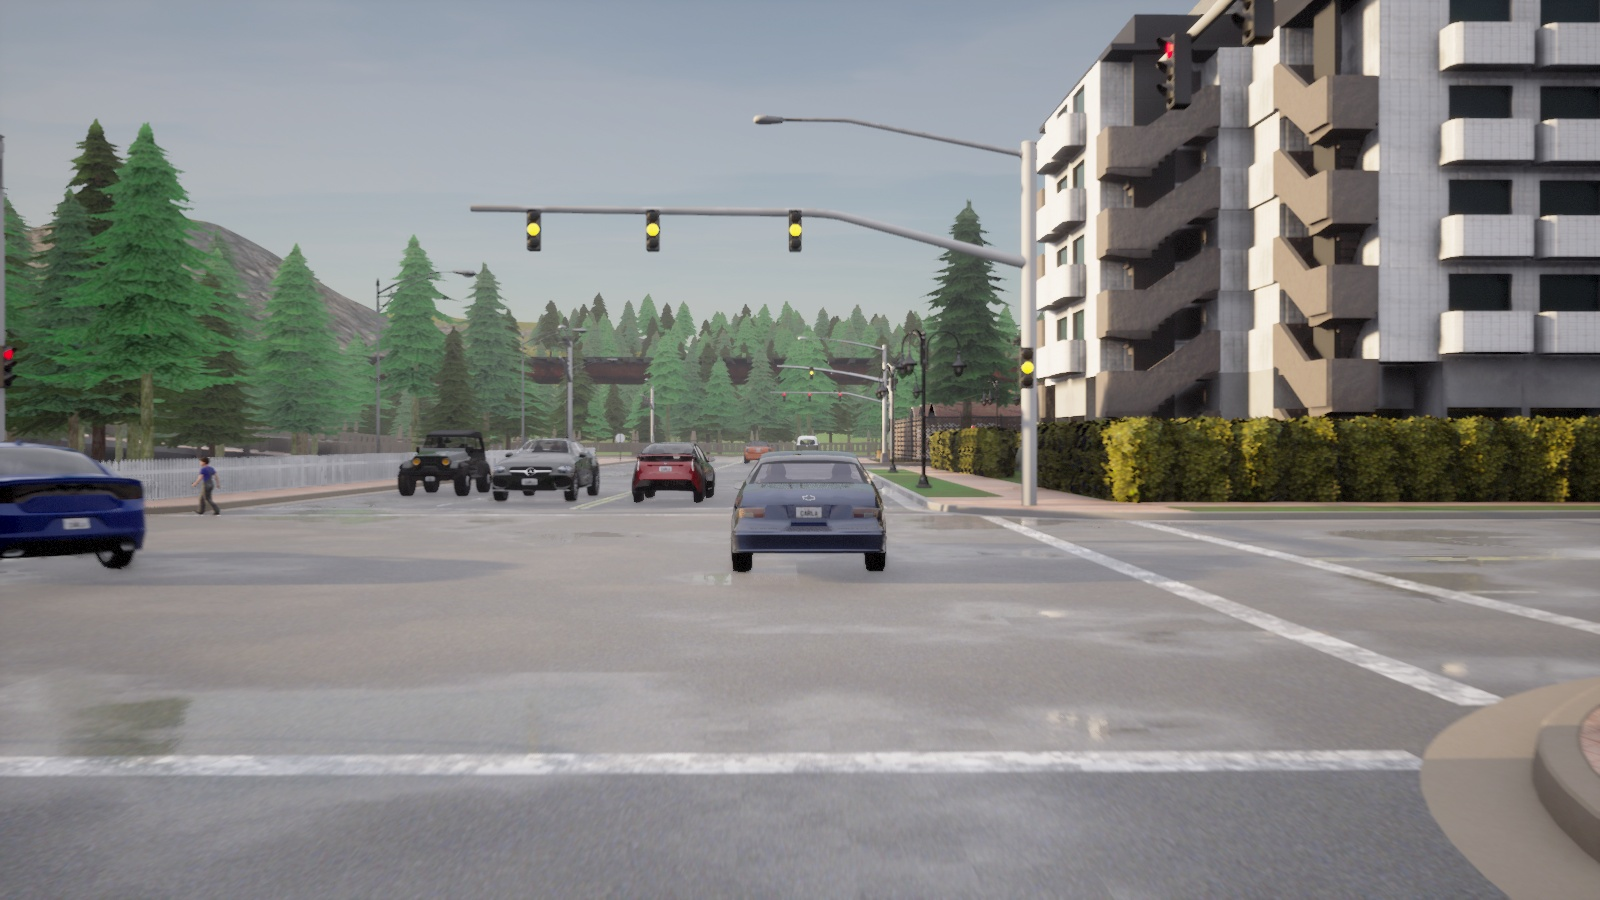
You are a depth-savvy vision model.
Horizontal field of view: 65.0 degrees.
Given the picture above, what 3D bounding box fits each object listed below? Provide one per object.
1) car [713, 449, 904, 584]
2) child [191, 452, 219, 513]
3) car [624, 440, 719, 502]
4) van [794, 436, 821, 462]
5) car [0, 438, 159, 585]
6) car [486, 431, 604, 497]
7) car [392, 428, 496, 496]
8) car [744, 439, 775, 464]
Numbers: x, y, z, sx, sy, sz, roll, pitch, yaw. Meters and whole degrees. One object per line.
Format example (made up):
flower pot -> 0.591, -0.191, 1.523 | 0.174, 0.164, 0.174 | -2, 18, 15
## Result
car -> 0.106, 0.704, 16.023 | 2.033, 1.411, 5.357 | 0, 0, 0
child -> -12.276, 0.669, 25.904 | 0.437, 1.263, 0.270 | 0, 0, 3
car -> -3.297, 0.504, 33.043 | 2.007, 1.525, 4.514 | 0, 0, 0
van -> 0.573, -0.083, 98.201 | 2.069, 2.038, 4.480 | 0, 0, 0
car -> -9.883, 0.630, 15.209 | 5.008, 1.535, 1.882 | 0, 0, 39
car -> -6.792, 0.328, 34.024 | 2.152, 1.651, 5.027 | 0, 0, 0
car -> -10.278, 0.328, 36.554 | 1.905, 1.878, 3.866 | 0, 0, 0
car -> -2.963, 0.084, 91.980 | 2.097, 1.767, 4.553 | 0, 0, 0
